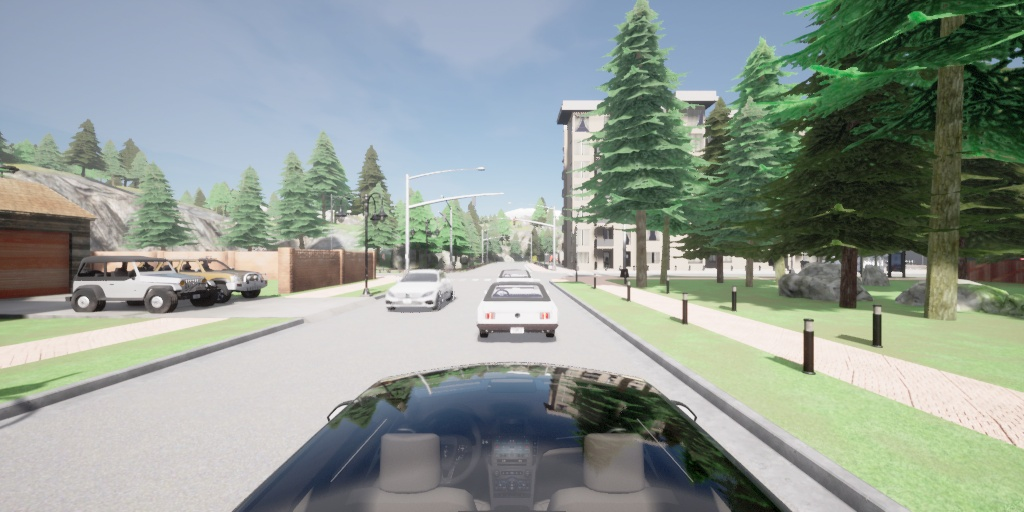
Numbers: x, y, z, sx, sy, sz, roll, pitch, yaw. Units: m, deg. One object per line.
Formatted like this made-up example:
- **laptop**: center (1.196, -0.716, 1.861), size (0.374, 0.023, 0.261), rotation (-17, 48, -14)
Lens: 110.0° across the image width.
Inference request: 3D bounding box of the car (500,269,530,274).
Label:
- **car**: center (0.160, 1.351, 19.316), size (1.895, 1.301, 4.718), rotation (0, 0, 0)

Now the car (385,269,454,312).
- **car**: center (-3.524, 1.275, 14.447), size (1.812, 1.442, 4.674), rotation (0, 0, 0)

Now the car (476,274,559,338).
- **car**: center (0.131, 1.351, 10.148), size (1.895, 1.301, 4.718), rotation (0, 0, 0)
